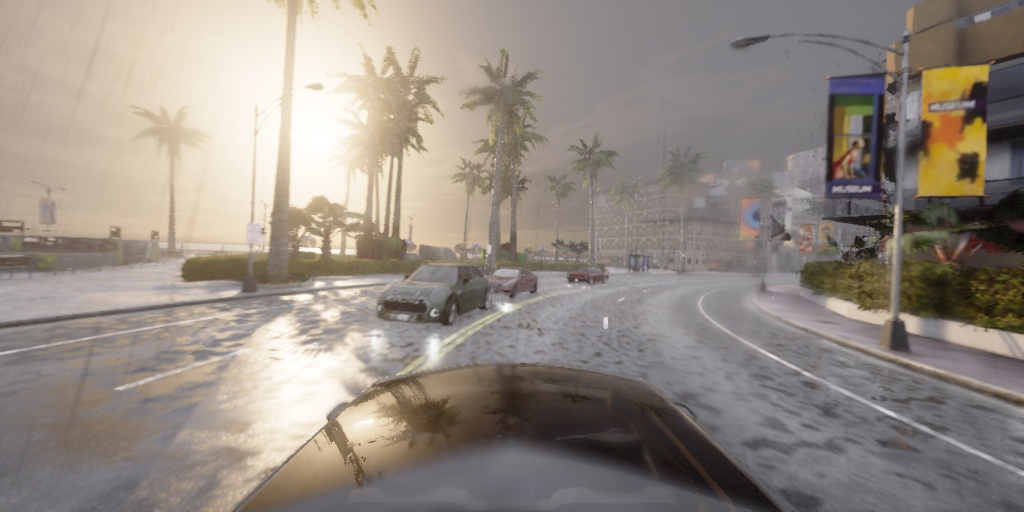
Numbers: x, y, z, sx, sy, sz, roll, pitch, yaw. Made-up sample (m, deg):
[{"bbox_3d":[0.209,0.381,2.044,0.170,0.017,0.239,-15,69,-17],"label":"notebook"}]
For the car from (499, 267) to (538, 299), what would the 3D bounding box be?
[{"bbox_3d":[-0.046,1.299,18.560,1.812,1.442,4.674,2,0,23],"label":"car"}]

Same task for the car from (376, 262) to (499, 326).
[{"bbox_3d":[-2.215,1.008,11.399,2.097,1.767,4.553,2,0,15],"label":"car"}]

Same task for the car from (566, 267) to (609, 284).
[{"bbox_3d":[6.267,1.605,29.458,1.895,1.301,4.718,2,0,35],"label":"car"}]
